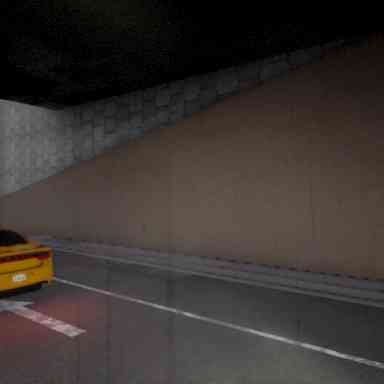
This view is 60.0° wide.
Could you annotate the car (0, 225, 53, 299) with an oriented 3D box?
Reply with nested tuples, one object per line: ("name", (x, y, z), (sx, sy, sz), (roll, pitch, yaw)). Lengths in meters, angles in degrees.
("car", (-5.285, 1.476, 7.760), (5.008, 1.535, 1.882), (0, 0, 36))
